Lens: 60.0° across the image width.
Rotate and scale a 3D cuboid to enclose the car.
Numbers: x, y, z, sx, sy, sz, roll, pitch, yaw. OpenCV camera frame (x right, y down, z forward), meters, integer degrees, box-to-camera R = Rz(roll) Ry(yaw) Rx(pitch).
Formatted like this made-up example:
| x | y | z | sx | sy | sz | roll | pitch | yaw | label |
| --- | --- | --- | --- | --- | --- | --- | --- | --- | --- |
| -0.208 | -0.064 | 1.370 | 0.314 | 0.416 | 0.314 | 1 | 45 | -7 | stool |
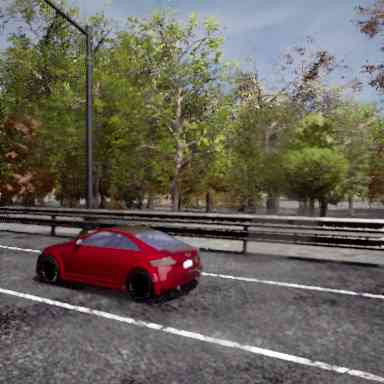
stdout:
| x | y | z | sx | sy | sz | roll | pitch | yaw | label |
| --- | --- | --- | --- | --- | --- | --- | --- | --- | --- |
| -1.842 | 1.533 | 8.204 | 4.181 | 1.385 | 1.994 | 0 | 0 | 29 | car |
